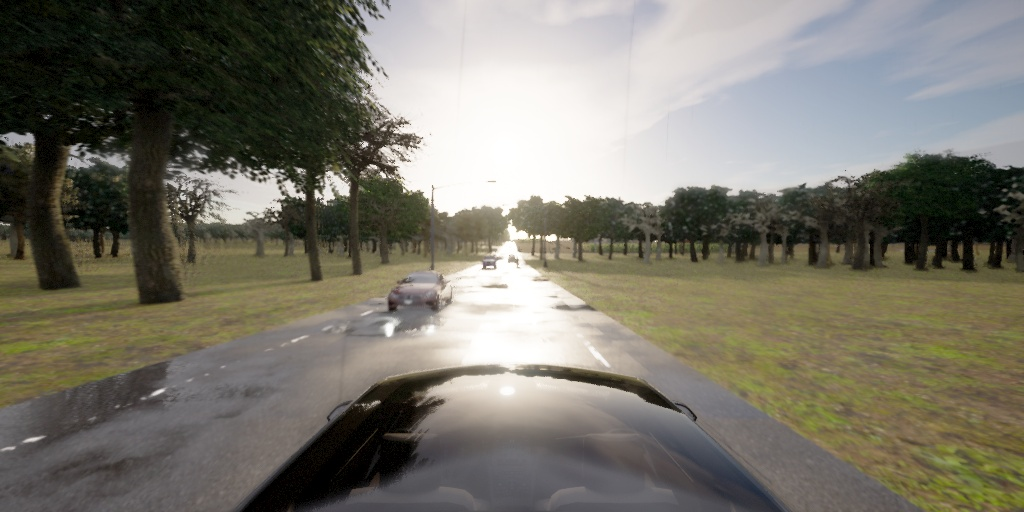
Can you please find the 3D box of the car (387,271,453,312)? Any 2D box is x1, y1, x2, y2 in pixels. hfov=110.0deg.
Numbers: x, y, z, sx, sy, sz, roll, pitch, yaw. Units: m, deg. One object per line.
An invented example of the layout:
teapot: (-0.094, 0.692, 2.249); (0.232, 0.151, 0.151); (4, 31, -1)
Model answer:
car: (-3.597, 1.353, 14.775); (1.812, 1.442, 4.674); (0, 0, 0)

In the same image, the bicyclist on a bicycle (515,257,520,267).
bicyclist on a bicycle: (0.968, 1.077, 60.571); (0.659, 1.776, 1.843); (0, 1, 0)

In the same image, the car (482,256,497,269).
car: (-3.531, 0.956, 57.542); (2.150, 2.045, 5.566); (0, 1, 1)
